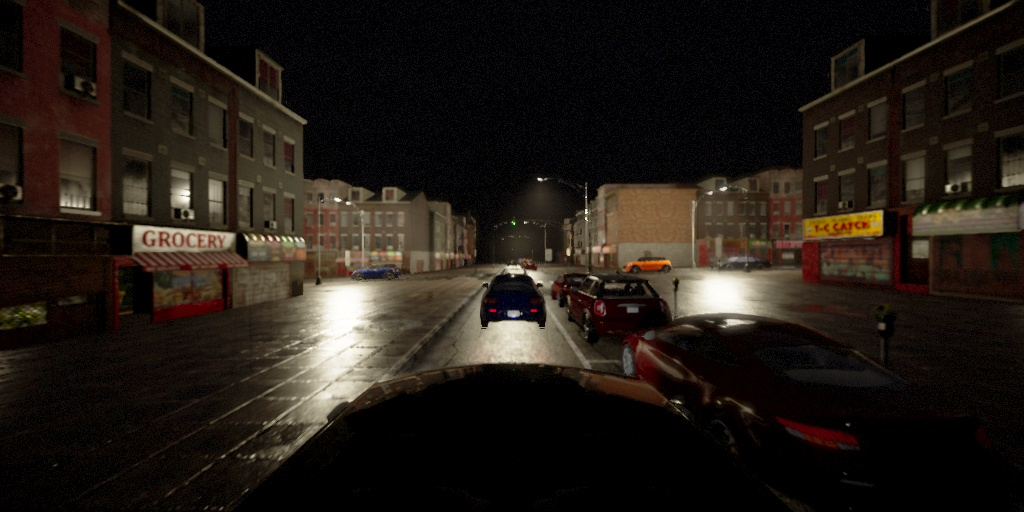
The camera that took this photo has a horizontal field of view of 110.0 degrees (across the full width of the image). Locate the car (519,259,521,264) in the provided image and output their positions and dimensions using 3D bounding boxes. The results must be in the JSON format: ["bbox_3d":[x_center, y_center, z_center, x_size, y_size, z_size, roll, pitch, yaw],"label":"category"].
[{"bbox_3d":[2.636,1.292,57.952,2.192,1.841,5.009,0,0,0],"label":"car"}]

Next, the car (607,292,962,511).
[{"bbox_3d":[2.637,1.337,4.277,1.802,1.307,4.207,0,0,0],"label":"car"}]

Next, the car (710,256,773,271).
[{"bbox_3d":[22.843,0.737,35.742,5.357,1.411,2.033,-1,0,0],"label":"car"}]

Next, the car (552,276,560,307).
[{"bbox_3d":[2.637,1.362,15.210,1.802,1.307,4.207,0,0,0],"label":"car"}]

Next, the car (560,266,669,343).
[{"bbox_3d":[2.637,1.206,9.743,1.967,1.591,4.097,0,0,0],"label":"car"}]

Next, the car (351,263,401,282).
[{"bbox_3d":[-13.522,1.558,35.702,4.553,1.767,2.097,-2,0,0],"label":"car"}]

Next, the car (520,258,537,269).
[{"bbox_3d":[2.636,1.385,52.550,1.967,1.591,4.097,0,0,0],"label":"car"}]

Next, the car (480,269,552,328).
[{"bbox_3d":[0.025,1.295,11.345,1.812,1.442,4.674,0,0,0],"label":"car"}]

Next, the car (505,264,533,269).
[{"bbox_3d":[0.172,1.405,22.972,1.895,1.301,4.718,0,0,1],"label":"car"}]

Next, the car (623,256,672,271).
[{"bbox_3d":[13.356,0.787,35.721,4.553,1.767,2.097,-1,0,0],"label":"car"}]
